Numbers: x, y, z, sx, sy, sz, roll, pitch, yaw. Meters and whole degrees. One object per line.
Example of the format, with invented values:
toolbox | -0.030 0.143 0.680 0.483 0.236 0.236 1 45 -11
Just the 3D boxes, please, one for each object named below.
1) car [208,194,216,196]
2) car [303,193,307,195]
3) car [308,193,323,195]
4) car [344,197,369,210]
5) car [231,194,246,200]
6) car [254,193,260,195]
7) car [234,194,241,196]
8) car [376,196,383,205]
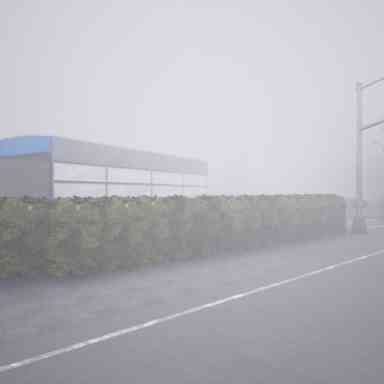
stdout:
car | 4.481 1.298 85.273 4.514 1.523 2.007 0 0 -41
car | 24.932 1.077 72.649 3.866 1.878 1.905 0 0 -41
car | 27.130 1.097 70.705 4.605 1.855 1.932 0 0 -41
car | 19.277 1.339 39.577 4.514 1.523 2.007 0 0 -41
car | 12.221 1.232 87.059 3.806 1.475 1.970 0 0 -41
car | 16.631 1.154 82.385 5.027 1.636 2.152 0 0 -41
car | 8.906 1.298 63.555 4.514 1.523 2.007 0 0 -41
car | 31.502 1.384 53.928 3.806 1.475 1.970 0 0 -41
